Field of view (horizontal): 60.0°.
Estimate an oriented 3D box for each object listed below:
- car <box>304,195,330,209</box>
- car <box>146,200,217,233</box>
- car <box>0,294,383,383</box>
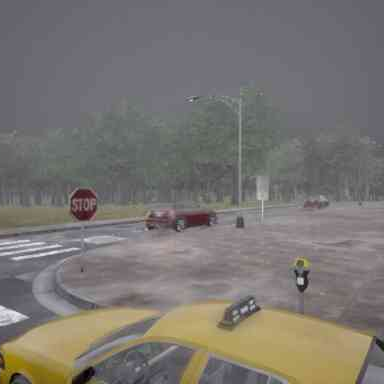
[{"bbox_3d":[15.490,1.159,41.075,2.097,1.767,4.553,0,0,36],"label":"car"},{"bbox_3d":[-0.461,1.210,18.909,2.097,1.767,4.553,0,0,36],"label":"car"},{"bbox_3d":[0.154,1.525,2.696,4.829,1.417,1.752,0,0,35],"label":"car"}]
